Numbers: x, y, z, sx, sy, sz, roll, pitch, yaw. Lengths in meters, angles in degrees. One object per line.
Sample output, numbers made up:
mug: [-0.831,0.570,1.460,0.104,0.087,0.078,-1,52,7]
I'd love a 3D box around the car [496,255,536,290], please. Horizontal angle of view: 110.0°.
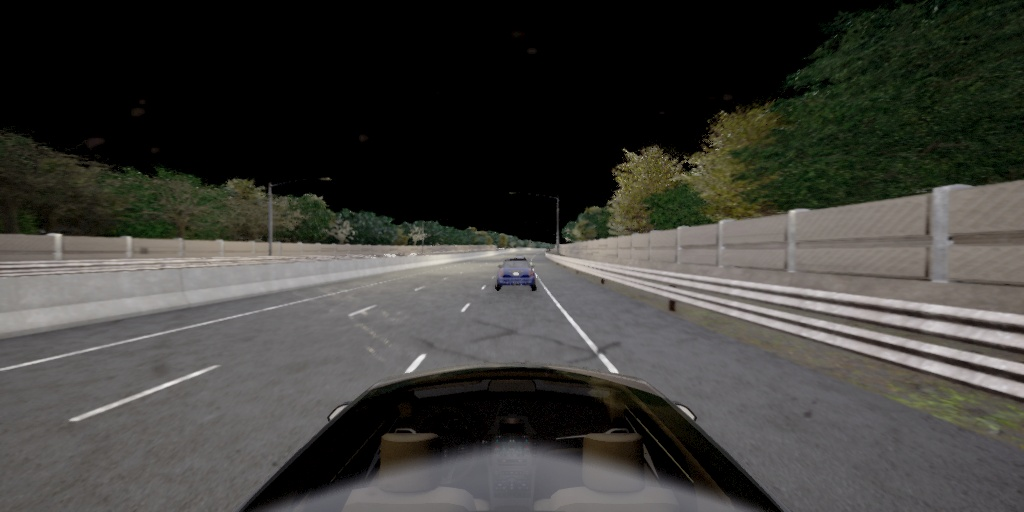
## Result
car: [0.242,0.910,20.632,2.097,1.767,4.553,0,1,1]

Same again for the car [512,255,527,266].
car: [1.110,0.619,51.679,2.033,1.411,5.357,0,1,3]
